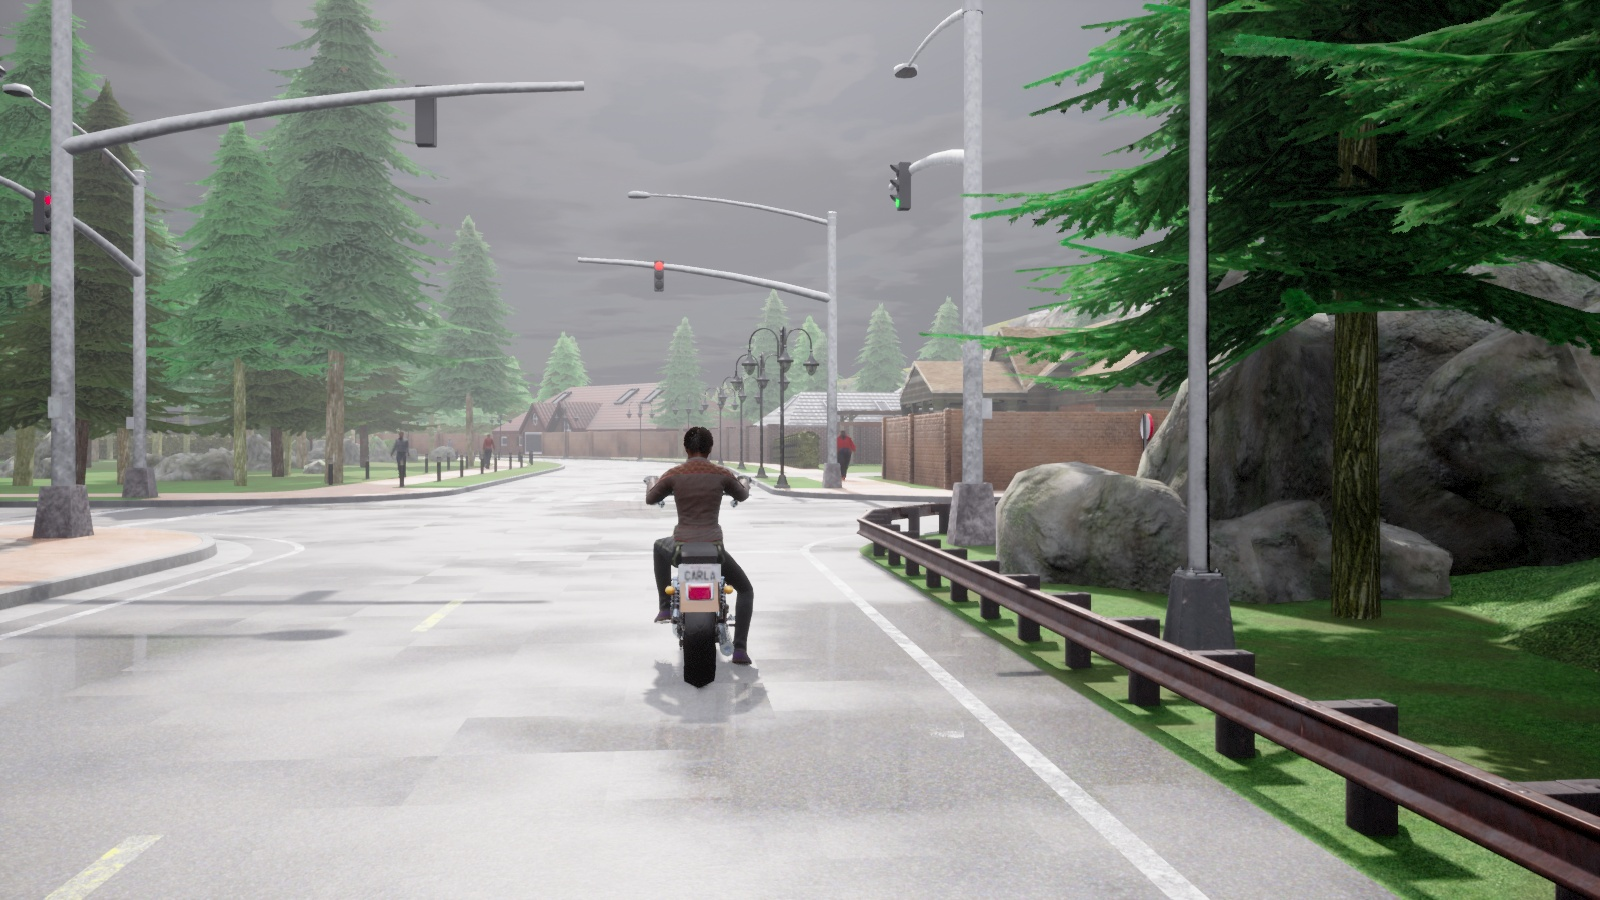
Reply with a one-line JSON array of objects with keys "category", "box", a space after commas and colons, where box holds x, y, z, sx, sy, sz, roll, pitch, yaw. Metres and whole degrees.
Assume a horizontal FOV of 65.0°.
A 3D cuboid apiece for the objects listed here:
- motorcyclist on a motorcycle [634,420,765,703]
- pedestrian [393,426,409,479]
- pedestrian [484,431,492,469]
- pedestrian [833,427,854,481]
[{"category": "motorcyclist on a motorcycle", "box": [-0.693, 0.648, 8.534, 0.766, 1.649, 2.350, 0, 0, -5]}, {"category": "pedestrian", "box": [-14.957, 0.094, 47.093, 0.423, 1.949, 0.788, 0, 0, -6]}, {"category": "pedestrian", "box": [-15.472, 0.008, 62.339, 0.331, 1.846, 0.636, 0, 0, -9]}, {"category": "pedestrian", "box": [1.494, 0.139, 43.270, 0.634, 1.844, 0.899, 0, 0, -5]}]
